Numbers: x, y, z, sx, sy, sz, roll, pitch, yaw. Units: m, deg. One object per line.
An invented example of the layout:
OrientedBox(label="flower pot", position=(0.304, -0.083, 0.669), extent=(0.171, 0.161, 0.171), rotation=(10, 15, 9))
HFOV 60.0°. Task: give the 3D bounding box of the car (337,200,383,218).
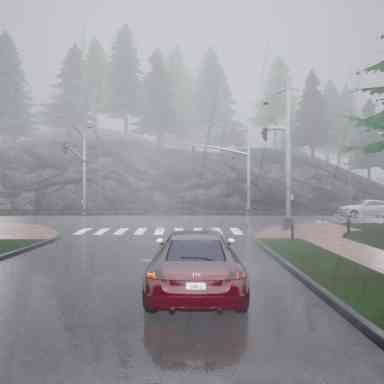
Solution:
OrientedBox(label="car", position=(14.374, 1.363, 27.170), extent=(4.674, 1.442, 1.812), rotation=(0, 0, 0))

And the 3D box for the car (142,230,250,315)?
OrientedBox(label="car", position=(0.084, 1.564, 7.648), extent=(1.994, 1.385, 4.181), rotation=(0, 0, 0))
